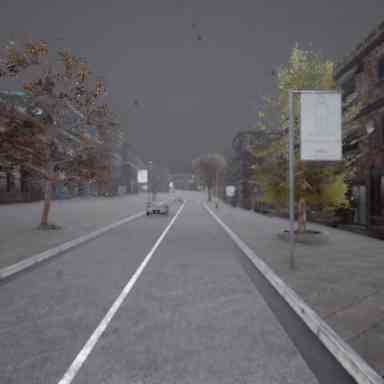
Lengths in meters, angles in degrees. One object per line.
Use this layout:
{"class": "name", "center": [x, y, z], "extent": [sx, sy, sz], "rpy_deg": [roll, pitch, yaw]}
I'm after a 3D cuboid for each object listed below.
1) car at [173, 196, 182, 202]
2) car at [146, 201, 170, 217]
{"class": "car", "center": [-3.138, 1.486, 72.043], "extent": [1.895, 1.301, 4.718], "rpy_deg": [0, 0, 0]}
{"class": "car", "center": [-3.098, 1.562, 30.891], "extent": [1.994, 1.385, 4.181], "rpy_deg": [0, 0, 0]}
